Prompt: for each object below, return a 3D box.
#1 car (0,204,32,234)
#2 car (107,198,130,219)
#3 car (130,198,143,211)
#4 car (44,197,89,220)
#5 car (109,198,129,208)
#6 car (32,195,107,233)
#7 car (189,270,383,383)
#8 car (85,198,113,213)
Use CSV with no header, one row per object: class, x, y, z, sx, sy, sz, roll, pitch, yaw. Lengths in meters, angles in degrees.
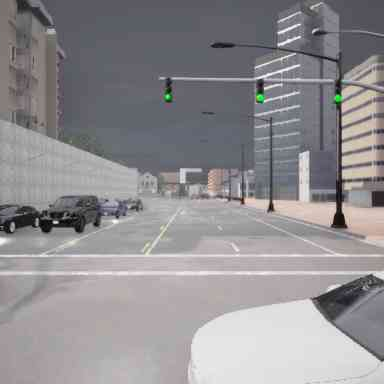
car,-10.607,1.510,19.459,1.837,1.490,4.892,0,0,0
car,-7.109,1.534,29.731,1.812,1.442,4.674,0,0,0
car,-7.105,1.503,40.074,2.128,1.511,4.902,0,0,0
car,-10.610,1.360,28.527,2.097,1.767,4.553,0,0,0
car,-10.573,1.615,48.405,1.895,1.301,4.718,0,0,0
car,-7.103,1.227,20.091,2.150,2.045,5.566,0,0,0
car,2.307,1.532,3.177,4.674,1.442,1.812,0,0,0
car,-10.607,1.516,38.345,1.837,1.490,4.892,0,0,0
